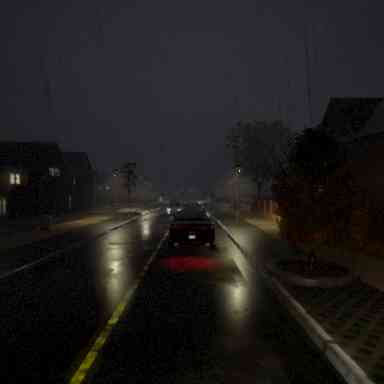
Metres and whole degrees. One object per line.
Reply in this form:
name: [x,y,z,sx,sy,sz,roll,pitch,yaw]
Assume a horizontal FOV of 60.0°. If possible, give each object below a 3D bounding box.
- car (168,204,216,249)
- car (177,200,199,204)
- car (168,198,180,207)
car: [0.000,1.501,14.656,1.882,1.535,5.008,0,0,0]
car: [0.000,1.622,29.660,2.033,1.411,5.357,0,0,0]
car: [-2.749,1.702,53.108,1.882,1.535,5.008,0,-1,0]
